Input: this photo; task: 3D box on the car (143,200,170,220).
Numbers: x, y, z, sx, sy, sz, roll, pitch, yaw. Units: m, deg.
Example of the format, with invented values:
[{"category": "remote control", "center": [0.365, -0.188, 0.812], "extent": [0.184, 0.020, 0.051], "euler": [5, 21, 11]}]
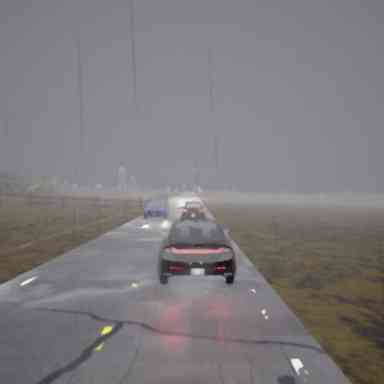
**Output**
[{"category": "car", "center": [-2.852, 1.421, 27.720], "extent": [1.882, 1.535, 5.008], "euler": [0, 0, 0]}]

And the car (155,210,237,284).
[{"category": "car", "center": [0.103, 1.489, 9.532], "extent": [2.128, 1.511, 4.902], "euler": [0, 0, 0]}]

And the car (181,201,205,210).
[{"category": "car", "center": [0.096, 1.475, 26.518], "extent": [1.812, 1.442, 4.674], "euler": [0, 0, 0]}]
